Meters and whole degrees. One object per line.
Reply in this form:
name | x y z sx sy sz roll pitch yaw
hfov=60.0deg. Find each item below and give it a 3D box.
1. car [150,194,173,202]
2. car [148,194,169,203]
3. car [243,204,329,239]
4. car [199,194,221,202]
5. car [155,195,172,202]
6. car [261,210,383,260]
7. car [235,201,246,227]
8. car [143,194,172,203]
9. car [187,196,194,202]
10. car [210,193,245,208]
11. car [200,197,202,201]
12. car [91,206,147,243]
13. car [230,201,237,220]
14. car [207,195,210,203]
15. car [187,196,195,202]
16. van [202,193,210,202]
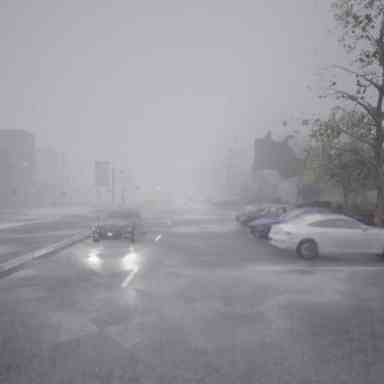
car | -7.459 1.511 82.473 5.566 2.045 2.435 0 -1 -1
car | -7.369 1.436 73.244 4.553 1.767 2.185 0 -1 -1
car | 5.092 1.455 14.933 5.008 1.535 2.097 0 0 0
car | 4.701 1.626 86.417 5.566 2.045 2.435 0 -2 -1
car | -7.535 1.806 88.420 4.553 1.767 2.185 0 -2 -1
car | 5.084 1.501 11.785 4.674 1.452 2.002 0 0 0
car | 5.081 1.451 18.207 4.892 1.521 2.231 0 0 0
car | -7.560 1.513 70.322 5.366 1.575 1.946 0 -1 0
car | -0.393 1.869 89.400 1.882 1.535 5.008 0 -2 2
car | 5.120 1.279 45.818 4.553 1.767 2.185 0 0 0
car | 5.059 1.551 72.577 5.366 1.575 1.946 0 -1 0
car | -3.319 1.479 15.903 1.837 1.490 4.892 0 0 0
car | 5.084 1.485 21.483 4.674 1.452 2.002 0 0 0
car | 5.048 1.442 48.988 4.674 1.452 2.002 0 0 0
car | -0.281 1.706 79.362 1.837 1.490 4.892 0 -2 -1
van | 4.781 1.285 69.784 4.442 1.987 1.878 0 -1 0
